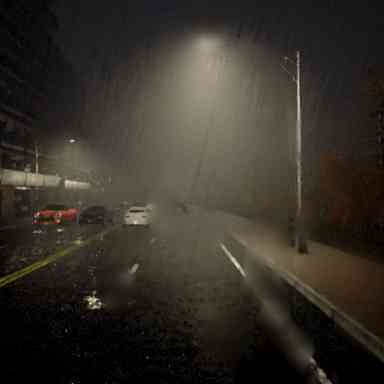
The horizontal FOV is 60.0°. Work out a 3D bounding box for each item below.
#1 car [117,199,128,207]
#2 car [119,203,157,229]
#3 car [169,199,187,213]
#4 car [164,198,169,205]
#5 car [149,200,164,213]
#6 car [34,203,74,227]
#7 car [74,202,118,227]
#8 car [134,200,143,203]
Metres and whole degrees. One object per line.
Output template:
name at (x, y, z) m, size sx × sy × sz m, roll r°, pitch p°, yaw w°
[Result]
car at (-14.111, 2.245, 67.527) m, size 1.882 × 1.535 × 5.008 m, roll 0°, pitch -1°, yaw -7°
car at (-3.816, 1.805, 24.133) m, size 1.812 × 1.442 × 4.674 m, roll 0°, pitch 0°, yaw -3°
car at (-1.718, 1.962, 43.204) m, size 1.837 × 1.490 × 4.892 m, roll 0°, pitch 0°, yaw -4°
car at (-6.061, 2.338, 80.191) m, size 1.837 × 1.490 × 4.892 m, roll 0°, pitch -1°, yaw -9°
car at (-5.008, 2.009, 43.630) m, size 1.812 × 1.442 × 4.674 m, roll 0°, pitch 0°, yaw -4°
car at (-10.627, 1.700, 26.179) m, size 2.097 × 1.767 × 4.553 m, roll 0°, pitch -1°, yaw -3°
car at (-7.362, 1.802, 26.029) m, size 1.882 × 1.535 × 5.008 m, roll 0°, pitch -1°, yaw -3°
car at (-10.887, 2.341, 67.943) m, size 1.895 × 1.301 × 4.718 m, roll 0°, pitch -1°, yaw -7°
